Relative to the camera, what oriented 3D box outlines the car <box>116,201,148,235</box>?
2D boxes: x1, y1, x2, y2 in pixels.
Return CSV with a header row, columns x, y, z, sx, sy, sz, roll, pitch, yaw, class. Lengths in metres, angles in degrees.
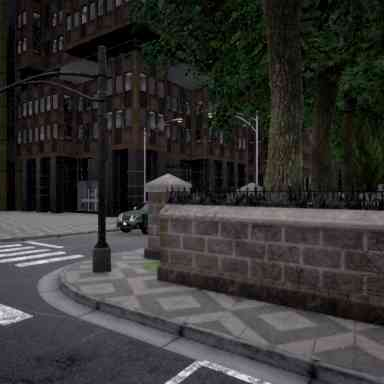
x,y,z,sx,sy,sz,roll,pitch,yaw,class
-2.396,1.586,22.017,2.150,2.045,5.566,0,-1,35,car
